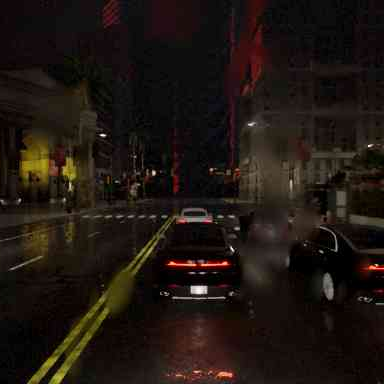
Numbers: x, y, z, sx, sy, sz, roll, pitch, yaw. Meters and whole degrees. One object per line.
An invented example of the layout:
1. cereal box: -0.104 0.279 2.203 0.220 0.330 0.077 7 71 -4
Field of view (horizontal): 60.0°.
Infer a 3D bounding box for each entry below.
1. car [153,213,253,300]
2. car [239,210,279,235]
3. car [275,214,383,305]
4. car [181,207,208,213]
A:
1. car: 0.120 1.505 8.378 1.837 1.490 4.892 0 0 0
2. car: 3.622 1.601 17.372 1.895 1.301 4.718 0 0 0
3. car: 3.623 1.505 8.050 1.837 1.490 4.892 0 0 0
4. car: 0.119 1.525 17.478 1.812 1.442 4.674 0 0 0
